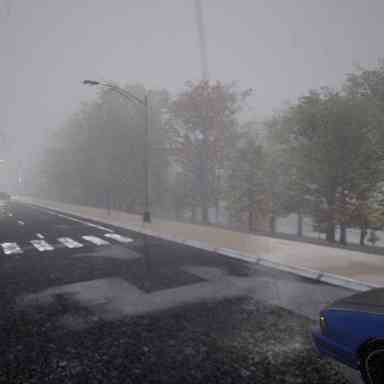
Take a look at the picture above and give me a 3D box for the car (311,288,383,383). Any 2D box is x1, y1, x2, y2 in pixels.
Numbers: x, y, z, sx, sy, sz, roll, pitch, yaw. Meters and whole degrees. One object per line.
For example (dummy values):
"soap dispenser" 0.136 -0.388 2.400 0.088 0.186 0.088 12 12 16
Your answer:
"car" 3.609 1.469 2.365 2.033 1.411 5.357 -1 1 -33

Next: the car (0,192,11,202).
"car" -30.788 0.758 54.140 1.882 1.535 5.008 -1 1 -34
